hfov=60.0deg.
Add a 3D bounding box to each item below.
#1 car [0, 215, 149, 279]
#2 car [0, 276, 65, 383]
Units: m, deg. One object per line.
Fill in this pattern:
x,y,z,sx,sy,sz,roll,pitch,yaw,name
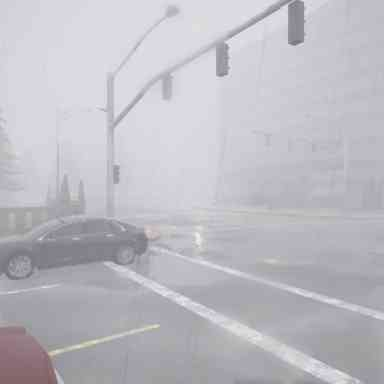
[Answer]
-3.662,1.505,9.975,4.892,1.490,1.837,0,0,-35,car
-3.061,1.601,1.596,4.718,1.301,1.895,0,0,-35,car
